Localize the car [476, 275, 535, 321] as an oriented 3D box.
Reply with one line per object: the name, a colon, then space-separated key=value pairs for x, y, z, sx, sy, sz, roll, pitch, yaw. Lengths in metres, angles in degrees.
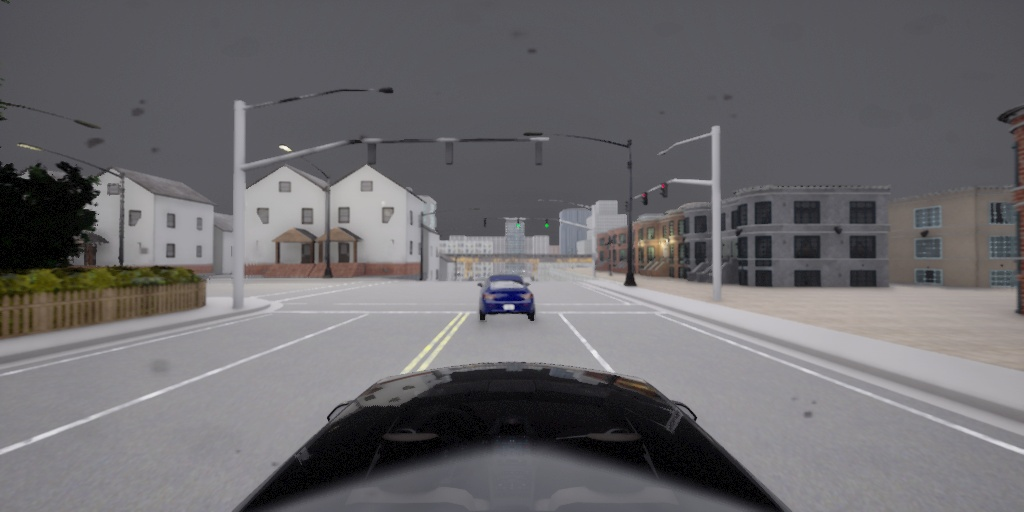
car: x=-0.282 y=1.403 z=13.072 sx=1.812 sy=1.442 sz=4.674 roll=0 pitch=-1 yaw=-5
